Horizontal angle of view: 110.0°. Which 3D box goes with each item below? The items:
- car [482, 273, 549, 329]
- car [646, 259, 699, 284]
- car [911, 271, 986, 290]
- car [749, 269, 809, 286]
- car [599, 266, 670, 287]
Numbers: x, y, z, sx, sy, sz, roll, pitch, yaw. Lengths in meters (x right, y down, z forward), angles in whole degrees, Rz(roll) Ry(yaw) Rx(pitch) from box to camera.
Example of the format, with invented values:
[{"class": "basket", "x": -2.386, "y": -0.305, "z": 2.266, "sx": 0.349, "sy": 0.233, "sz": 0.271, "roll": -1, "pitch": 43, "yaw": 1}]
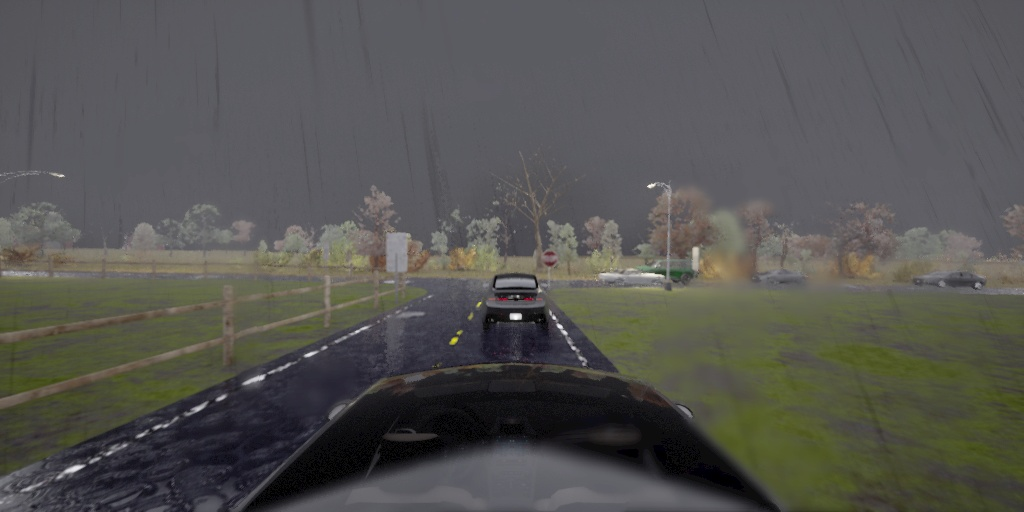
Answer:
[{"class": "car", "x": 0.098, "y": 1.281, "z": 11.422, "sx": 1.837, "sy": 1.490, "sz": 4.892, "roll": 0, "pitch": 0, "yaw": 0}, {"class": "car", "x": 12.860, "y": 1.286, "z": 30.519, "sx": 5.566, "sy": 2.045, "sz": 2.150, "roll": 1, "pitch": 1, "yaw": -1}, {"class": "car", "x": 37.063, "y": 1.995, "z": 30.483, "sx": 4.892, "sy": 1.490, "sz": 1.837, "roll": 0, "pitch": 1, "yaw": 1}, {"class": "car", "x": 22.710, "y": 1.804, "z": 30.540, "sx": 4.181, "sy": 1.385, "sz": 1.994, "roll": 1, "pitch": 1, "yaw": -1}, {"class": "car", "x": 9.296, "y": 1.638, "z": 27.758, "sx": 4.718, "sy": 1.301, "sz": 1.895, "roll": 1, "pitch": 1, "yaw": -5}]
